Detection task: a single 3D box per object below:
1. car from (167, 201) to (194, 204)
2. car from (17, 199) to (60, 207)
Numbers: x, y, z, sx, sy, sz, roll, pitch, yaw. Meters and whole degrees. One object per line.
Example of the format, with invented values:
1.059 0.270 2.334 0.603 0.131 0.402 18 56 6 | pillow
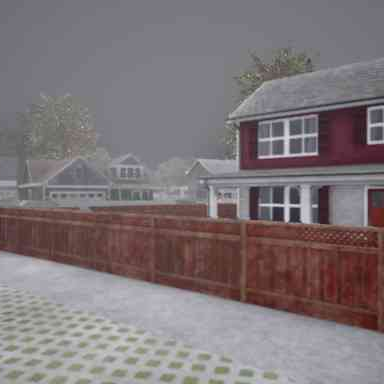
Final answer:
-1.433 1.590 30.356 4.892 1.490 1.837 0 0 -35 | car
-11.294 1.370 23.187 4.553 1.767 2.097 0 0 -37 | car
